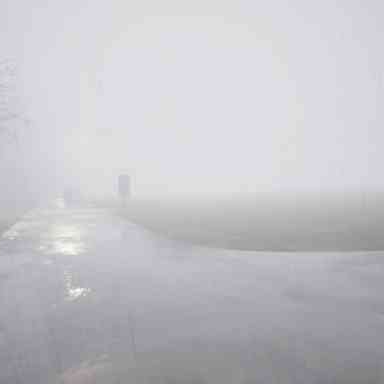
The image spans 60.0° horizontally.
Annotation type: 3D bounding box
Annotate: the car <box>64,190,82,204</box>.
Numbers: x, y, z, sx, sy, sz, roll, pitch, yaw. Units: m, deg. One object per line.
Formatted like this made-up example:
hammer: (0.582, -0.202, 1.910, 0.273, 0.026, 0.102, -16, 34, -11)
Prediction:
car: (-16.370, 0.896, 46.242, 2.033, 1.411, 5.357, -2, 1, -22)

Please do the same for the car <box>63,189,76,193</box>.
car: (-20.408, 0.482, 56.061, 2.150, 2.045, 5.566, -2, 1, -22)
